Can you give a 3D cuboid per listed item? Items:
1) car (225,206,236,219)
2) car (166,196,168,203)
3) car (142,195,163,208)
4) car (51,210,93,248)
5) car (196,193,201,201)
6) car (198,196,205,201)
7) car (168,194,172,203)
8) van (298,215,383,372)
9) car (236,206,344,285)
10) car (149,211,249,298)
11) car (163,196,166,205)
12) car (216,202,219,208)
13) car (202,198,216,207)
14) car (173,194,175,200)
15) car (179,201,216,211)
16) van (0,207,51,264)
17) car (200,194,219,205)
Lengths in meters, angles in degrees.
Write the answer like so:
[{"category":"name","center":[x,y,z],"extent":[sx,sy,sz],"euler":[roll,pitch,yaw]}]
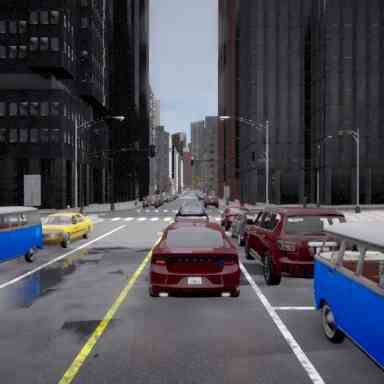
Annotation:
[{"category":"car","center":[2.749,1.552,14.919],"extent":[2.008,1.369,4.403],"euler":[0,0,0]},{"category":"car","center":[-5.813,1.598,58.774],"extent":[1.947,1.339,4.313],"euler":[0,0,0]},{"category":"car","center":[-5.805,1.335,47.488],"extent":[2.192,1.841,5.009],"euler":[0,0,0]},{"category":"car","center":[-5.778,1.526,14.753],"extent":[1.752,1.417,4.829],"euler":[0,0,0]},{"category":"car","center":[2.688,1.637,86.991],"extent":[1.887,1.381,4.507],"euler":[0,0,0]},{"category":"car","center":[2.684,1.672,92.636],"extent":[1.947,1.339,4.313],"euler":[0,0,0]},{"category":"car","center":[-5.823,1.618,70.061],"extent":[1.947,1.339,4.313],"euler":[0,0,0]},{"category":"van","center":[2.760,1.341,3.867],"extent":[1.690,1.788,3.998],"euler":[0,0,0]},{"category":"car","center":[2.754,1.315,9.393],"extent":[2.192,1.841,5.009],"euler":[0,0,0]},{"category":"car","center":[0.060,1.478,8.582],"extent":[1.882,1.535,5.008],"euler":[0,0,0]},{"category":"car","center":[-5.810,1.340,53.131],"extent":[2.192,1.841,5.009],"euler":[0,0,0]},{"category":"car","center":[2.743,1.547,20.444],"extent":[1.887,1.381,4.507],"euler":[0,0,0]},{"category":"car","center":[2.716,1.592,53.129],"extent":[1.947,1.339,4.313],"euler":[0,0,0]},{"category":"car","center":[-5.833,1.622,81.347],"extent":[1.887,1.381,4.507],"euler":[0,0,0]},{"category":"car","center":[-0.013,1.493,18.991],"extent":[2.128,1.511,4.902],"euler":[0,0,0]},{"category":"van","center":[-5.776,1.341,9.399],"extent":[1.690,1.788,3.998],"euler":[0,0,0]},{"category":"car","center":[2.720,1.335,47.485],"extent":[2.192,1.841,5.009],"euler":[0,0,0]}]
